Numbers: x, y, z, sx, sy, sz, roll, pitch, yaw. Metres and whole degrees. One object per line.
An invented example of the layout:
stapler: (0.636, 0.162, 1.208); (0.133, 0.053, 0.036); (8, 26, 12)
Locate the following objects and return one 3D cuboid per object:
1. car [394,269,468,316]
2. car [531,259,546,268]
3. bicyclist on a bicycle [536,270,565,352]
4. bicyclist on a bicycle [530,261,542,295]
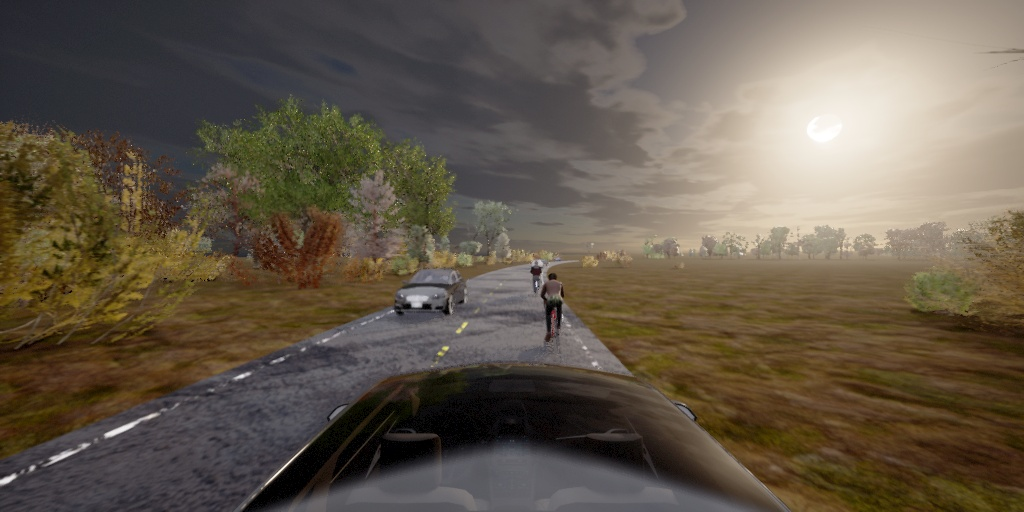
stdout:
car: (-2.864, 1.241, 13.524); (2.128, 1.511, 4.902); (0, 0, 2)
car: (4.160, 1.293, 58.715); (1.812, 1.442, 4.674); (0, 0, 8)
bicyclist on a bicycle: (0.921, 1.203, 7.983); (0.582, 1.620, 1.656); (0, 0, 1)
bicyclist on a bicycle: (1.228, 1.122, 18.147); (0.659, 1.776, 1.843); (0, 0, 2)
